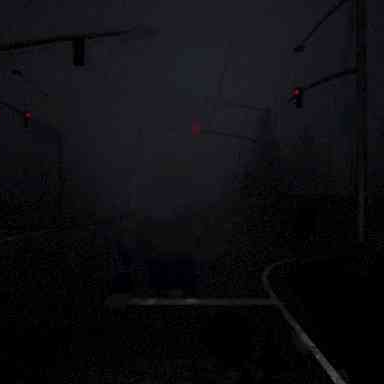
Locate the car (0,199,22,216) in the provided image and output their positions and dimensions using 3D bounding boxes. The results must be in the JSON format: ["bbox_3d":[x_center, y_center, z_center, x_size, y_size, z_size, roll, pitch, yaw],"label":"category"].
[{"bbox_3d":[-17.702,1.411,30.989,2.007,1.523,4.514,0,0,0],"label":"car"}]

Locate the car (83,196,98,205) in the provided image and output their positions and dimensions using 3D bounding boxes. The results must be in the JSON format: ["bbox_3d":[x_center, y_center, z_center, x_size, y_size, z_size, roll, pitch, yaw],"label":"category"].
[{"bbox_3d":[-17.454,1.504,57.021,1.845,1.501,3.633,0,0,0],"label":"car"}]

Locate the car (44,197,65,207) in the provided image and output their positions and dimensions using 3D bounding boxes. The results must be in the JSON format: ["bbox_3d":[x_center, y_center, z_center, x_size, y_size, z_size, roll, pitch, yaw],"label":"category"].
[{"bbox_3d":[-20.508,1.498,49.630,1.970,1.475,3.806,0,0,0],"label":"car"}]

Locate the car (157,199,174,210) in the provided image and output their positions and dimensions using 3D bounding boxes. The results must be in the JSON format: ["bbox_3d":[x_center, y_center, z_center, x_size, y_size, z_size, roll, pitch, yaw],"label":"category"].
[{"bbox_3d":[-3.499,1.662,44.829,1.994,1.385,4.181,0,0,0],"label":"car"}]
